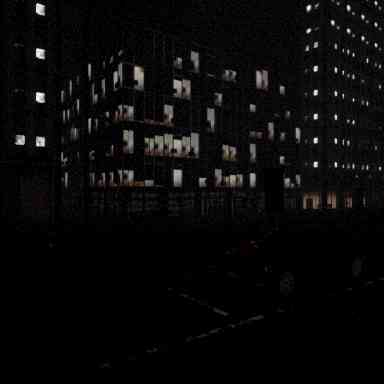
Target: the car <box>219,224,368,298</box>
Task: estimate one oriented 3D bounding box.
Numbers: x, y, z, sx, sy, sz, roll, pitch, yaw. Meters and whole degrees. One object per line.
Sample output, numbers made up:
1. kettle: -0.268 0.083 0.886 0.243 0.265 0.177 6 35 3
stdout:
1. car: 2.698 1.545 8.483 4.507 1.381 1.887 0 0 -35
